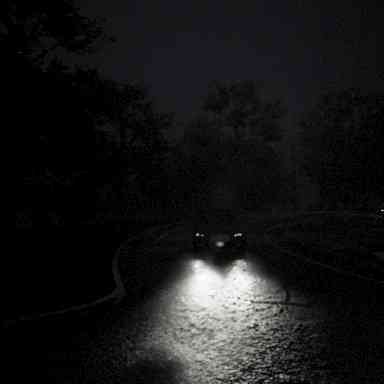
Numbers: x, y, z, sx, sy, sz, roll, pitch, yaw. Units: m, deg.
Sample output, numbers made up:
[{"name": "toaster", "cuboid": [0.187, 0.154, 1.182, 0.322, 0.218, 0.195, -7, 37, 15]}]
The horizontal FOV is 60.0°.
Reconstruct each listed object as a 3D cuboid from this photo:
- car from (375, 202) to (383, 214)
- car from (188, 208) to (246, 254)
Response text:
[{"name": "car", "cuboid": [18.948, 1.183, 29.666, 4.553, 1.767, 2.097, 0, 1, 11]}, {"name": "car", "cuboid": [0.939, 1.428, 13.321, 2.128, 1.511, 4.902, 0, 0, 1]}]
